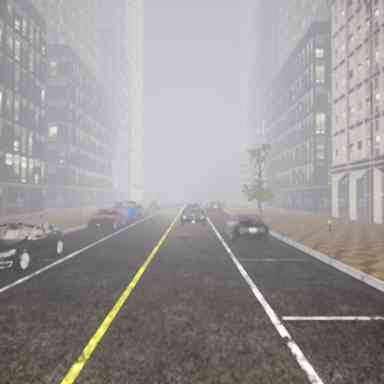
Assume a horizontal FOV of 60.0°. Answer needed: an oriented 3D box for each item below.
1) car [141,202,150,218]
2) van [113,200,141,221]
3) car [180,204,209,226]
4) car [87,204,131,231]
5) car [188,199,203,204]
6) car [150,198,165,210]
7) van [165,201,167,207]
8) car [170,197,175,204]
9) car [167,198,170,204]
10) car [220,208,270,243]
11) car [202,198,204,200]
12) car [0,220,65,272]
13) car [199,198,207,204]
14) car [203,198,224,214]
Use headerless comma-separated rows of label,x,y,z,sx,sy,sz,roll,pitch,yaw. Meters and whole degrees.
car,-5.686,1.903,33.836,1.802,1.307,4.206,0,-1,0
van,-5.685,1.609,28.147,1.690,1.788,3.998,0,-1,0
car,0.101,1.848,25.810,1.895,1.301,4.718,0,-1,0
car,-5.687,1.759,22.452,1.887,1.381,4.507,0,-1,0
car,0.100,1.959,41.884,1.994,1.385,4.181,0,-1,0
car,-5.685,1.917,50.913,1.967,1.590,4.097,0,-1,0
van,-5.684,1.869,56.606,1.690,1.788,3.998,0,-1,0
car,-5.684,2.307,84.893,1.752,1.417,4.829,0,-1,0
car,-5.685,2.145,62.296,1.947,1.339,4.313,0,-1,0
car,2.694,1.728,16.747,1.947,1.339,4.313,0,-1,0
car,2.695,2.060,50.897,1.802,1.307,4.206,0,-1,0
car,-5.687,1.657,11.068,2.008,1.369,4.403,0,-1,0
car,2.697,2.224,85.048,1.967,1.590,4.097,0,-1,0
car,2.695,1.815,39.514,1.967,1.590,4.097,0,-1,0
